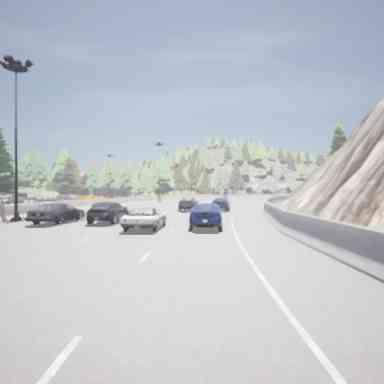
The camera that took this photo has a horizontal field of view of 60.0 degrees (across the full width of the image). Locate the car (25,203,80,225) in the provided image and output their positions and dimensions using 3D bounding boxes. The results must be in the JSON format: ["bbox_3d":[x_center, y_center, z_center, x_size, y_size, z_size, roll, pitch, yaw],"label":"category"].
[{"bbox_3d":[-9.375,1.467,23.280,2.033,1.411,5.357,0,0,6],"label":"car"}]

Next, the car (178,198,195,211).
[{"bbox_3d":[-0.286,1.362,37.395,2.128,1.511,4.902,0,0,10],"label":"car"}]

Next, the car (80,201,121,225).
[{"bbox_3d":[-5.811,1.424,23.423,1.837,1.490,4.892,0,0,6],"label":"car"}]

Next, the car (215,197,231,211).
[{"bbox_3d":[3.351,1.346,37.826,1.882,1.535,5.008,0,0,10],"label":"car"}]

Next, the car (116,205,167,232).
[{"bbox_3d":[-2.679,1.533,19.577,1.895,1.301,4.718,0,0,5],"label":"car"}]

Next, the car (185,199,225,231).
[{"bbox_3d":[0.913,1.407,20.297,1.882,1.535,5.008,0,0,5],"label":"car"}]
